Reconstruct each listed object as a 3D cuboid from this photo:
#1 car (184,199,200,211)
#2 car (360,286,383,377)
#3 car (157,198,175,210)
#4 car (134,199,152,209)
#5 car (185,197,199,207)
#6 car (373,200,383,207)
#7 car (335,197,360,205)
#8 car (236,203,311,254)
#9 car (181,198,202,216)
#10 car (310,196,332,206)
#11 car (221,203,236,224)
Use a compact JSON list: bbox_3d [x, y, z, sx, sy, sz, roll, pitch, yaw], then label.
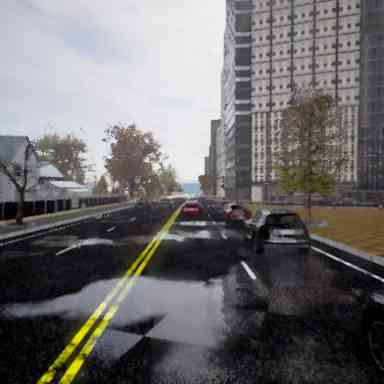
[{"bbox_3d":[0.056,1.613,41.726,1.895,1.301,4.718,0,0,0],"label":"car"},{"bbox_3d":[3.250,1.431,2.544,2.033,1.649,4.856,0,0,0],"label":"car"},{"bbox_3d":[-3.316,1.521,43.139,1.837,1.490,4.892,0,-1,0],"label":"car"},{"bbox_3d":[-6.550,1.581,45.005,1.994,1.385,4.181,0,0,1],"label":"car"},{"bbox_3d":[-0.016,1.571,51.689,2.033,1.411,5.357,0,0,0],"label":"car"},{"bbox_3d":[33.642,1.998,57.025,4.507,1.381,1.887,0,2,20],"label":"car"},{"bbox_3d":[31.027,1.763,66.371,4.403,1.369,2.008,0,2,20],"label":"car"},{"bbox_3d":[3.246,1.431,13.548,2.033,1.649,4.856,0,0,0],"label":"car"},{"bbox_3d":[-0.030,1.569,32.422,1.994,1.385,4.181,0,0,0],"label":"car"},{"bbox_3d":[22.994,1.682,60.914,5.009,1.841,2.192,0,2,20],"label":"car"},{"bbox_3d":[3.243,1.527,24.552,1.812,1.442,4.674,0,0,0],"label":"car"}]
